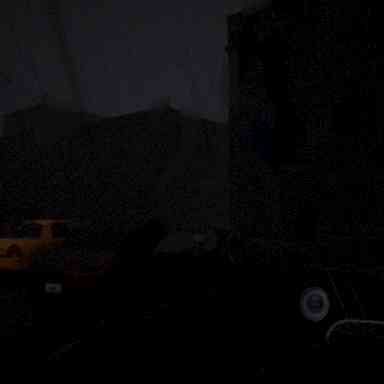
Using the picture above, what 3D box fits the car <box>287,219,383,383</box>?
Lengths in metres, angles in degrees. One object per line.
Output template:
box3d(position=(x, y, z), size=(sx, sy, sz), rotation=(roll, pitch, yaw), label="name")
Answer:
box3d(position=(2.716, 1.362, 5.556), size=(2.185, 1.767, 4.553), rotation=(0, -1, 15), label="car")

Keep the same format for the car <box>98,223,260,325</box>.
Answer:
box3d(position=(0.305, 1.496, 7.223), size=(2.231, 1.521, 4.892), rotation=(0, -1, 16), label="car")

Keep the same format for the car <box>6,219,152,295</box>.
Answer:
box3d(position=(-2.092, 1.533, 8.901), size=(2.163, 1.488, 4.792), rotation=(0, -1, 16), label="car")

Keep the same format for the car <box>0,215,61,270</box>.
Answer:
box3d(position=(-4.419, 1.513, 10.814), size=(1.946, 1.575, 5.366), rotation=(0, -1, 16), label="car")
